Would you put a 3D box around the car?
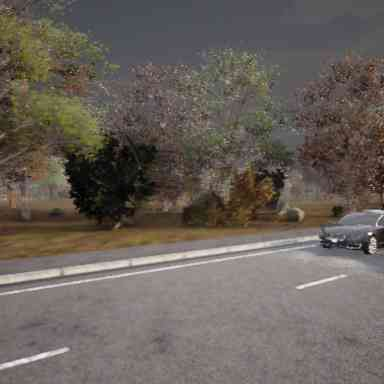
[{"bbox_3d":[7.090,1.506,13.367,4.892,1.490,1.837,0,0,-36],"label":"car"}]
